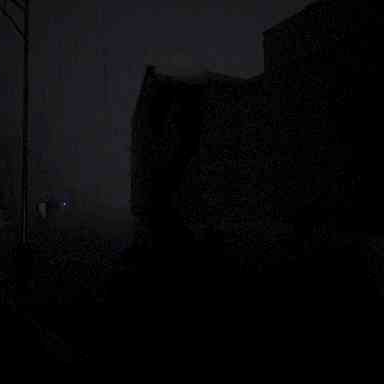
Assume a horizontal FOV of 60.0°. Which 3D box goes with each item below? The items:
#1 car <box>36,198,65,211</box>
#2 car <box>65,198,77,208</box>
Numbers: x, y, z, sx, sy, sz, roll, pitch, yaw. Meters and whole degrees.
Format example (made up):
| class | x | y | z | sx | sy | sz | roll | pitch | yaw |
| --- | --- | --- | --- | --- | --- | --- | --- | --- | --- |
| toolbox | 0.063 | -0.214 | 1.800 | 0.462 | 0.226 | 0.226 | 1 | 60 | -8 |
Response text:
| class | x | y | z | sx | sy | sz | roll | pitch | yaw |
| --- | --- | --- | --- | --- | --- | --- | --- | --- | --- |
| car | -18.564 | 1.627 | 42.966 | 2.128 | 1.511 | 4.902 | 1 | 0 | -6 |
| car | -19.912 | 1.716 | 53.469 | 1.812 | 1.442 | 4.674 | 1 | 0 | -7 |
